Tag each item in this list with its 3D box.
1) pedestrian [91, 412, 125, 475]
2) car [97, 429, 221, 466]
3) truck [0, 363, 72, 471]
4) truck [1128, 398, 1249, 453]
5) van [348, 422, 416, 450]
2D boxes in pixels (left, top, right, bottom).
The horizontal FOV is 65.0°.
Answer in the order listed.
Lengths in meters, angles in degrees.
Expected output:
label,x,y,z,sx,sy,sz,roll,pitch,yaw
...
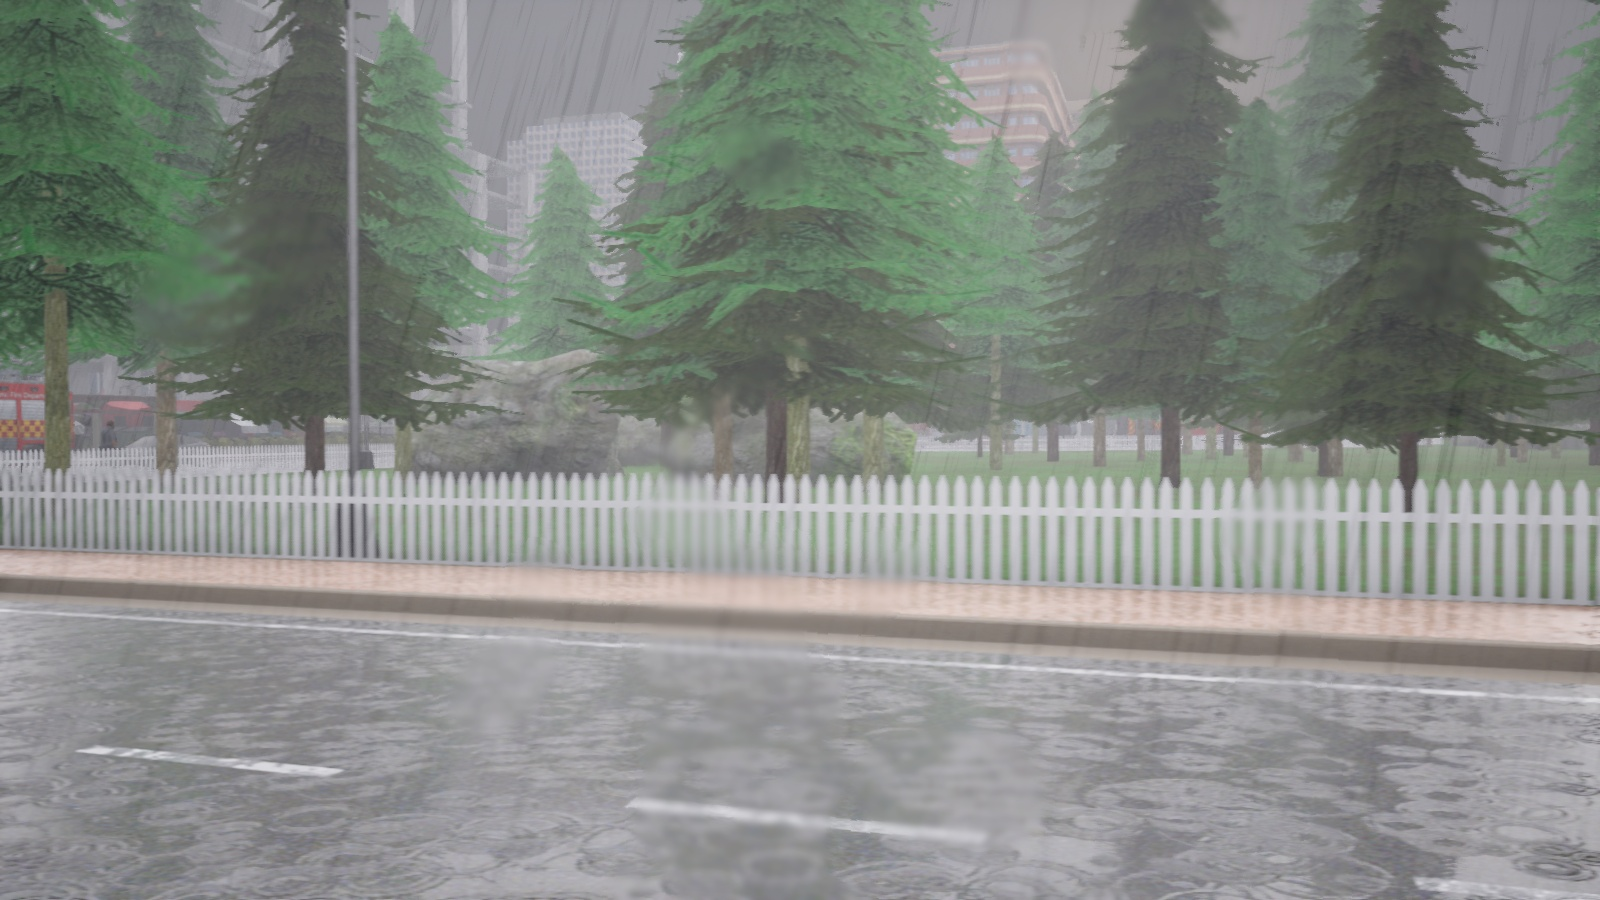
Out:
label,x,y,z,sx,sy,sz,roll,pitch,yaw
pedestrian,-20.475,-0.187,37.175,0.540,1.848,0.694,0,1,17
car,-27.114,-0.130,53.316,2.163,1.488,4.792,0,1,11
truck,-29.996,-1.149,43.577,2.891,3.827,8.468,0,1,17
truck,27.923,-1.732,90.118,8.468,3.827,2.891,0,1,-25
van,-30.340,-1.051,91.222,4.442,1.987,1.775,0,1,17
